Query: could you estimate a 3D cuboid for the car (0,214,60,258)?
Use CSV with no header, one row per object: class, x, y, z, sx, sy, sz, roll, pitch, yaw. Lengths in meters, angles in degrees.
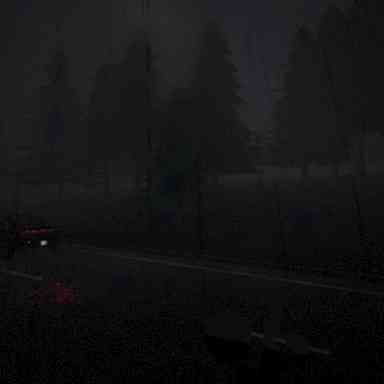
car,-7.305,1.642,13.406,4.902,1.511,2.128,-1,0,36
